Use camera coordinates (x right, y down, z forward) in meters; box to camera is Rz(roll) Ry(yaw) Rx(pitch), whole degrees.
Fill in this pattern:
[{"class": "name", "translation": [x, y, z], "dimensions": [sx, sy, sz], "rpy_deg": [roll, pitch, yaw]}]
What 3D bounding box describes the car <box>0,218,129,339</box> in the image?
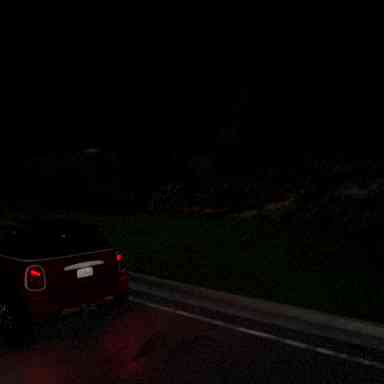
[{"class": "car", "translation": [-3.392, 1.344, 6.858], "dimensions": [4.553, 1.767, 2.097], "rpy_deg": [0, 0, 40]}]
